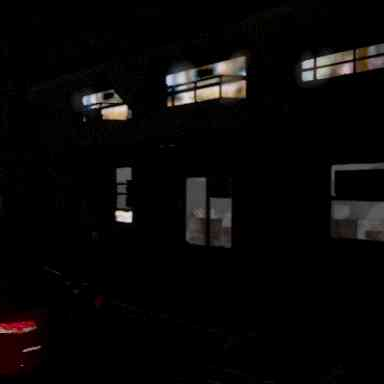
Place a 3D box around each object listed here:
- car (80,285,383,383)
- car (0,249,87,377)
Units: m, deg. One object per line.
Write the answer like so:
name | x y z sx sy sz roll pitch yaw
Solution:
car | 1.523 1.442 1.788 4.097 1.590 1.967 0 0 35
car | -3.062 1.546 5.058 4.206 1.307 1.802 0 0 35
